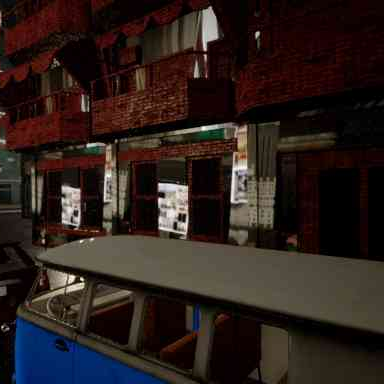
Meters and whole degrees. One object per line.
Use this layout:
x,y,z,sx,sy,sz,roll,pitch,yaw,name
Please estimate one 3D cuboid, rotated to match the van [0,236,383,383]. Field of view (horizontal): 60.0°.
0.200,1.341,2.592,3.998,1.788,1.690,0,-1,36,van
